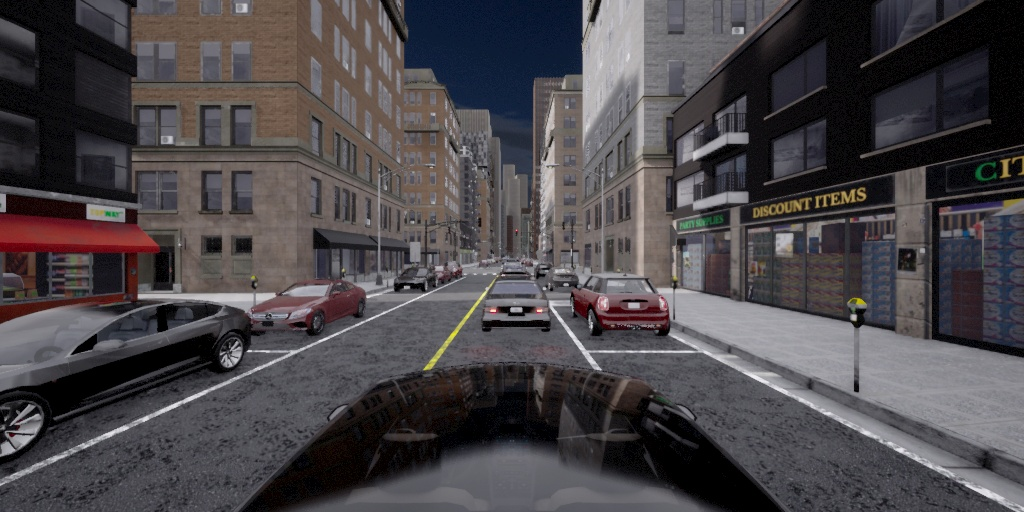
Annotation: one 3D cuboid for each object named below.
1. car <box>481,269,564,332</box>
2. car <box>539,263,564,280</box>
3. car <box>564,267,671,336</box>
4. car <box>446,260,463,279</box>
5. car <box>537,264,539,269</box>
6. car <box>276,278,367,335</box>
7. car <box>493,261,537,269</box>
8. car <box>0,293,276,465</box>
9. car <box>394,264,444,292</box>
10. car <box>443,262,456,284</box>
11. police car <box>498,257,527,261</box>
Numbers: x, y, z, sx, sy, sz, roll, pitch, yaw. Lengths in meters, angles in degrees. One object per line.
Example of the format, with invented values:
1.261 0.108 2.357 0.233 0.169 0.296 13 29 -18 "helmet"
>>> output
0.118 1.297 10.844 2.033 1.411 5.357 0 0 0 "car"
2.906 1.301 21.373 2.007 1.370 4.403 0 0 0 "car"
2.877 1.189 10.371 1.967 1.591 4.097 0 0 0 "car"
-5.590 1.192 32.399 1.967 1.591 4.097 0 0 0 "car"
2.935 1.319 32.376 1.948 1.339 4.313 0 0 0 "car"
-5.649 1.331 10.394 1.802 1.307 4.207 0 0 0 "car"
0.148 1.242 21.367 2.128 1.511 4.902 0 0 0 "car"
-5.664 1.315 4.892 1.948 1.339 4.313 0 0 0 "car"
-5.620 1.316 21.396 1.948 1.339 4.313 0 0 0 "car"
-5.605 1.333 26.897 1.802 1.307 4.207 0 0 0 "car"
0.074 1.178 31.386 1.930 1.638 5.238 0 0 0 "police car"
